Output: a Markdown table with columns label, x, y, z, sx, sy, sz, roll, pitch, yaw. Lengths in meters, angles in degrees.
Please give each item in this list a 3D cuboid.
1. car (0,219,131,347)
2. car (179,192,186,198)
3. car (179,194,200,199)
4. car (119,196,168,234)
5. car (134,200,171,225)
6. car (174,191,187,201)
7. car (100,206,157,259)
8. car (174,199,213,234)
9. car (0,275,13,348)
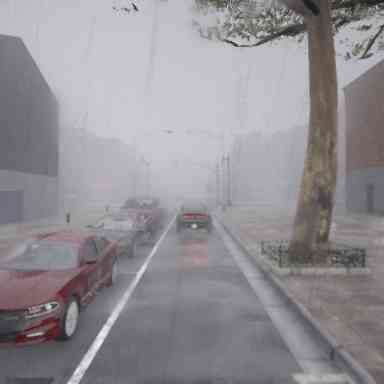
| label | x | y | z | sx | sy | sz | roll | pitch | yaw |
| --- | --- | --- | --- | --- | --- | --- | --- | --- | --- |
| car | -2.619 | 1.487 | 6.448 | 1.887 | 1.381 | 4.507 | 2 | 1 | 0 |
| car | -2.618 | 0.706 | 94.201 | 1.967 | 1.590 | 4.097 | 1 | 0 | 0 |
| car | 0.103 | 1.238 | 28.289 | 1.882 | 1.535 | 5.008 | 0 | 0 | 0 |
| car | -2.613 | 1.163 | 17.516 | 2.192 | 1.841 | 5.009 | 1 | 0 | 0 |
| car | -2.619 | 1.353 | 23.053 | 2.008 | 1.369 | 4.403 | 1 | 0 | 0 |
| car | -2.620 | 1.028 | 66.541 | 1.947 | 1.339 | 4.313 | 1 | 0 | 0 |
| car | -2.619 | 1.445 | 11.984 | 2.008 | 1.369 | 4.403 | 1 | 0 | 0 |
| car | 0.101 | 1.347 | 18.199 | 1.837 | 1.490 | 4.892 | 0 | 0 | 0 |
| car | -2.618 | 1.518 | 0.743 | 1.752 | 1.417 | 4.829 | 2 | 1 | 0 |
